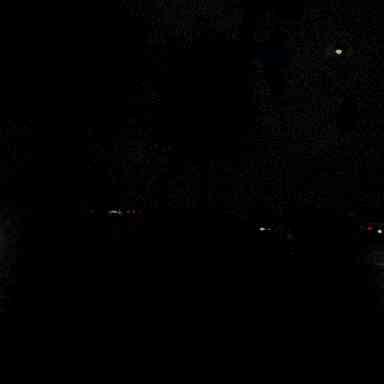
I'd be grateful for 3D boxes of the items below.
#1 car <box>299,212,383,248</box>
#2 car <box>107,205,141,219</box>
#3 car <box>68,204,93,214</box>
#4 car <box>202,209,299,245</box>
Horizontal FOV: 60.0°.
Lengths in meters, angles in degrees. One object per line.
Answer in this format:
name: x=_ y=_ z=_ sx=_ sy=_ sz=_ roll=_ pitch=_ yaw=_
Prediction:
car: x=6.705 y=1.649 z=15.560 sx=1.994 sy=1.385 sz=4.181 roll=0 pitch=-1 yaw=-35
car: x=-7.282 y=2.071 z=35.546 sx=2.033 sy=1.411 sz=5.357 roll=0 pitch=-1 yaw=-35
car: x=-13.094 y=2.150 z=38.771 sx=1.837 sy=1.490 sz=4.892 roll=0 pitch=-2 yaw=-35
car: x=2.458 y=1.628 z=16.487 sx=2.128 sy=1.511 sz=4.902 roll=0 pitch=-1 yaw=-35
